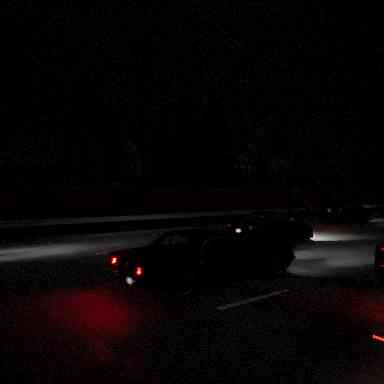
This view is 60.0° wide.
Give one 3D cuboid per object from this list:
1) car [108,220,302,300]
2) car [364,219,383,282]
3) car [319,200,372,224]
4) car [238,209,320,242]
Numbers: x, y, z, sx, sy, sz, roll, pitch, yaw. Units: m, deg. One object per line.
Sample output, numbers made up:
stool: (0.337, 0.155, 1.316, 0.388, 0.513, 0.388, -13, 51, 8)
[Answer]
car: (0.458, 1.600, 8.396, 4.718, 1.301, 1.895, 0, 0, -36)
car: (6.488, 1.502, 8.442, 4.892, 1.490, 1.837, 1, -1, -36)
car: (11.577, 1.352, 25.100, 4.553, 1.767, 2.097, 0, 0, -35)
car: (3.541, 1.564, 14.954, 4.181, 1.385, 1.994, 0, 0, -36)
